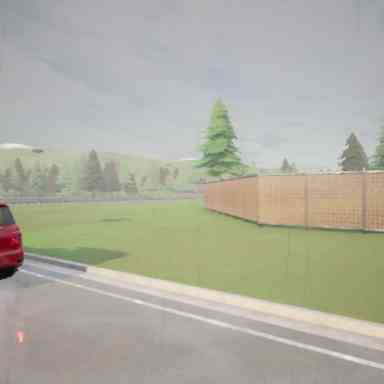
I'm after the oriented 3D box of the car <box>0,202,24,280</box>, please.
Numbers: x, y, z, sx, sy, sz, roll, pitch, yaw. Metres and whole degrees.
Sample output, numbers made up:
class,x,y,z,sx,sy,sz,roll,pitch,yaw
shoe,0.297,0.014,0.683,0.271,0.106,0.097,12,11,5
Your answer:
class,x,y,z,sx,sy,sz,roll,pitch,yaw
car,-6.651,1.218,8.736,5.566,2.045,2.150,0,0,36
